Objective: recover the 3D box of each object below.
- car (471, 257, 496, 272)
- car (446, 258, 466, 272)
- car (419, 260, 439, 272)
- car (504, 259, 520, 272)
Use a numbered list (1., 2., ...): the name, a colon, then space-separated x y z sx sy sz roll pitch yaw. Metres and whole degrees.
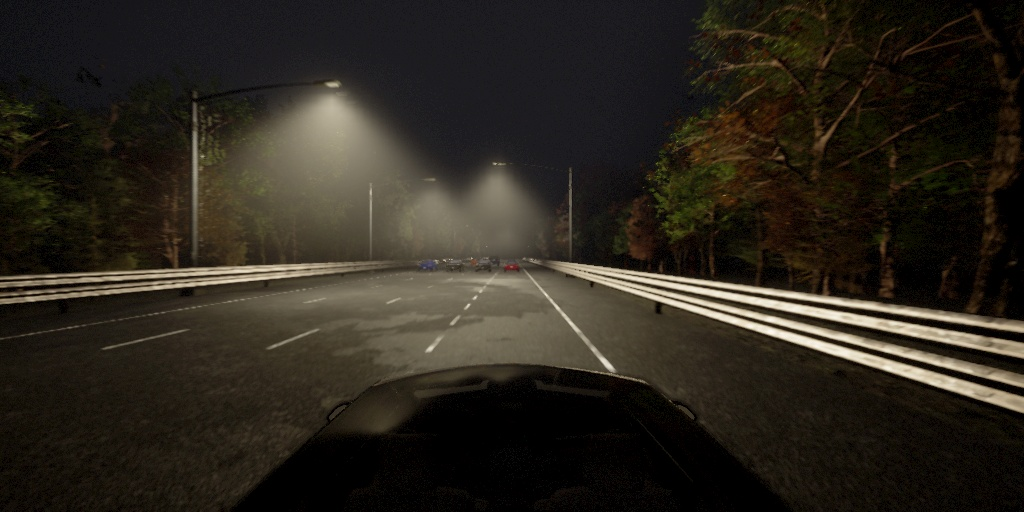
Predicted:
1. car: -3.494 1.222 45.183 2.128 1.511 4.902 0 0 0
2. car: -6.995 1.221 45.063 2.128 1.511 4.902 0 0 0
3. car: -10.496 1.254 45.425 1.812 1.442 4.674 0 0 0
4. car: 0.001 1.295 45.509 1.994 1.385 4.181 0 0 0
